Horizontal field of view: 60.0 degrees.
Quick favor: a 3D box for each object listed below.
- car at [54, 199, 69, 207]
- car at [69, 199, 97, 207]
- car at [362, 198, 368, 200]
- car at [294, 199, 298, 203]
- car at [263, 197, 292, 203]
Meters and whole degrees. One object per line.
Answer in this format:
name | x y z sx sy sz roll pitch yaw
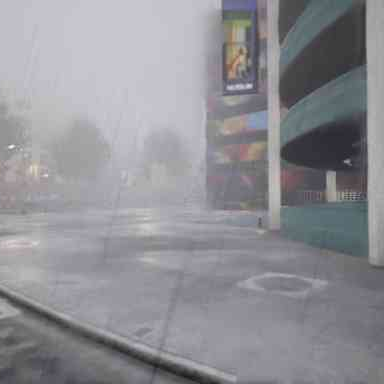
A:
car | -23.020 2.023 61.481 2.128 1.511 4.902 -1 0 42
car | -19.424 2.061 60.315 1.994 1.385 4.181 -1 0 41
car | 23.613 1.540 45.002 1.895 1.301 4.718 -1 0 41
car | 15.146 1.601 52.943 2.161 1.482 4.786 -1 0 41
car | 10.228 1.477 41.045 2.002 1.452 4.674 -1 0 41
